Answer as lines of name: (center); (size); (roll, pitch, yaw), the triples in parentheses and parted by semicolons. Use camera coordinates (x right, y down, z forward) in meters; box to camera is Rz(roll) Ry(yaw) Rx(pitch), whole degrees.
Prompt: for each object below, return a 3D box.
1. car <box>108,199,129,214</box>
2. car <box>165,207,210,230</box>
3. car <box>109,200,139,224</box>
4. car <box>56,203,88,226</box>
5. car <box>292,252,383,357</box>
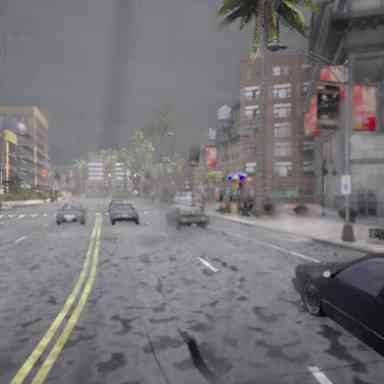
car: (-8.347, 1.578, 37.296); (2.033, 1.411, 5.357); (0, 0, -15)
car: (-0.436, 1.583, 20.939); (1.895, 1.301, 4.718); (0, 0, -14)
car: (-5.148, 1.581, 25.101); (1.994, 1.385, 4.181); (0, 0, -15)
car: (-8.665, 1.539, 24.278); (2.128, 1.511, 4.902); (0, 0, -14)
car: (3.185, 1.517, 4.401); (2.033, 1.411, 5.357); (0, 0, -6)
